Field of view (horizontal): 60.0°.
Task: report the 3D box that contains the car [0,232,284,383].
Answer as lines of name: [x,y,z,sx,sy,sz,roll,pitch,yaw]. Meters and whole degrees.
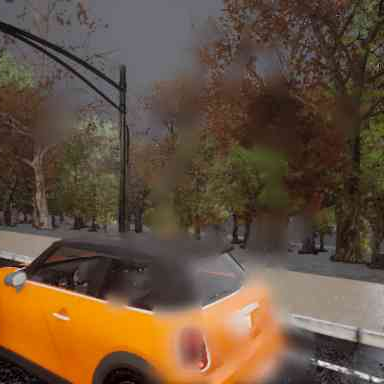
car: [-1.208,1.351,4.558,4.553,1.767,2.097,0,0,36]
